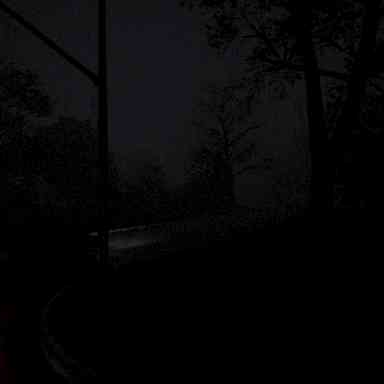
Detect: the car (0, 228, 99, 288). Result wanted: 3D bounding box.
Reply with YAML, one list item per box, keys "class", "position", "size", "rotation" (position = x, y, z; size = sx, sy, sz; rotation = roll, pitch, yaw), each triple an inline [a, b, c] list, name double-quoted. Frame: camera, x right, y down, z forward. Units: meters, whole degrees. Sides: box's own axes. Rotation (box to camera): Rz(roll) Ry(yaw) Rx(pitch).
- class: "car"
  position: [-4.497, 1.693, 9.619]
  size: [1.895, 1.301, 4.718]
  rotation: [-1, 0, 11]
